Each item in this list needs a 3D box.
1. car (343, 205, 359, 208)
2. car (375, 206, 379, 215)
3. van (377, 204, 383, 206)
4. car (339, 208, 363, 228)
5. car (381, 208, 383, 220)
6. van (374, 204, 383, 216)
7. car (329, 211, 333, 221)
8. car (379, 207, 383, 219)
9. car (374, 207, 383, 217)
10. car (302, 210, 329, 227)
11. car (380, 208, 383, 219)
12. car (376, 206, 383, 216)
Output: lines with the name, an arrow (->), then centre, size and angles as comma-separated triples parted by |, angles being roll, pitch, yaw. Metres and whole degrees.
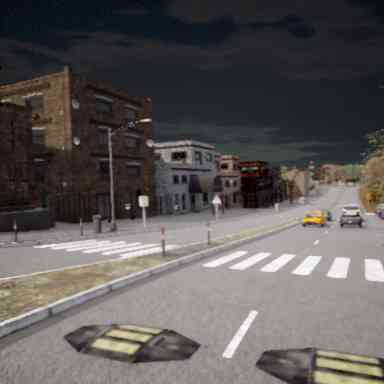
car -> 20.055, 2.603, 41.810 | 2.150, 2.045, 5.566 | -1, -2, 26
car -> 26.639, 2.859, 42.619 | 4.792, 1.488, 2.163 | -1, -2, 26
van -> 27.921, 2.665, 45.061 | 4.442, 1.987, 1.878 | -1, -2, 26
car -> 15.260, 2.571, 31.996 | 2.128, 1.511, 4.902 | -1, -2, 26
car -> 19.198, 2.386, 27.864 | 5.366, 1.575, 1.946 | -1, -2, 26
van -> 31.337, 2.832, 52.594 | 4.442, 1.987, 1.878 | -1, -1, 26
car -> 16.984, 2.985, 42.909 | 2.033, 1.411, 5.357 | -1, -2, 26
car -> 24.198, 2.736, 37.679 | 4.674, 1.452, 2.002 | -1, -2, 26
car -> 30.230, 3.007, 50.061 | 4.892, 1.521, 2.231 | -1, -2, 26
car -> 12.288, 2.621, 33.298 | 1.882, 1.535, 5.008 | -1, -2, 26
car -> 22.986, 2.664, 35.207 | 4.674, 1.452, 2.002 | -1, -2, 26
car -> 25.379, 2.797, 40.171 | 4.792, 1.488, 2.163 | -1, -2, 26
